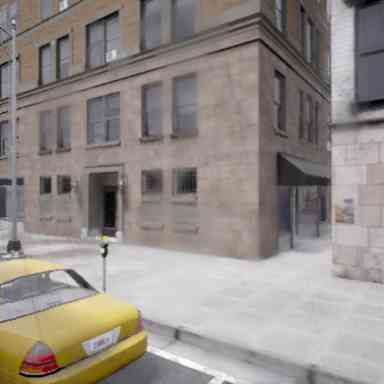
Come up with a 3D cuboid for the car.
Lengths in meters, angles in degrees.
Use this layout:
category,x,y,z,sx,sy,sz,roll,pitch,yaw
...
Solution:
category,x,y,z,sx,sy,sz,roll,pitch,yaw
car,-2.825,1.536,4.831,4.829,1.417,1.752,0,0,36
